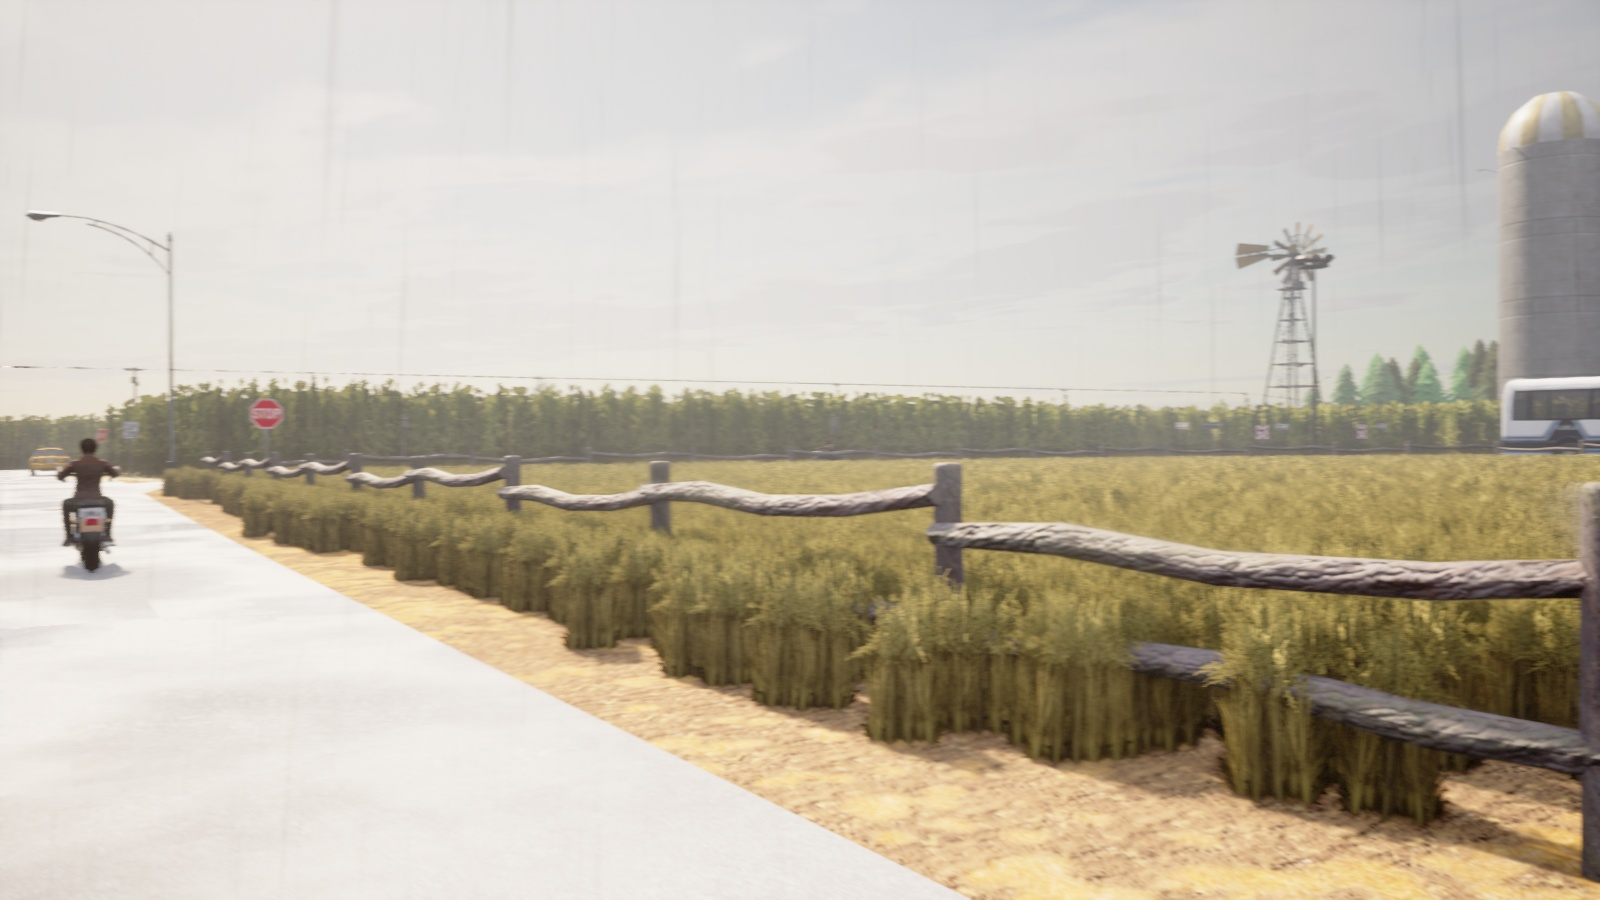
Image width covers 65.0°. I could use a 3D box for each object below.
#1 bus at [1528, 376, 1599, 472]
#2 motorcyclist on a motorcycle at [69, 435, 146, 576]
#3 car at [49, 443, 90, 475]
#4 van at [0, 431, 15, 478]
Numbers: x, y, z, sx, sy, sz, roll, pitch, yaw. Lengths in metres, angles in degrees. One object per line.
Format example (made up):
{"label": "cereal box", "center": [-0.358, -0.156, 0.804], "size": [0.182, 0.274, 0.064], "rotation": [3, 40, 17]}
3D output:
{"label": "bus", "center": [38.556, -1.160, 55.582], "size": [3.944, 4.253, 10.273], "rotation": [0, 0, -43]}
{"label": "motorcyclist on a motorcycle", "center": [-8.750, 0.642, 15.817], "size": [0.766, 1.649, 2.350], "rotation": [0, 0, -31]}
{"label": "car", "center": [-38.611, 0.464, 66.340], "size": [1.801, 1.575, 5.366], "rotation": [0, 0, -31]}
{"label": "van", "center": [-35.483, 0.218, 54.952], "size": [1.775, 1.987, 4.442], "rotation": [0, 0, -31]}
